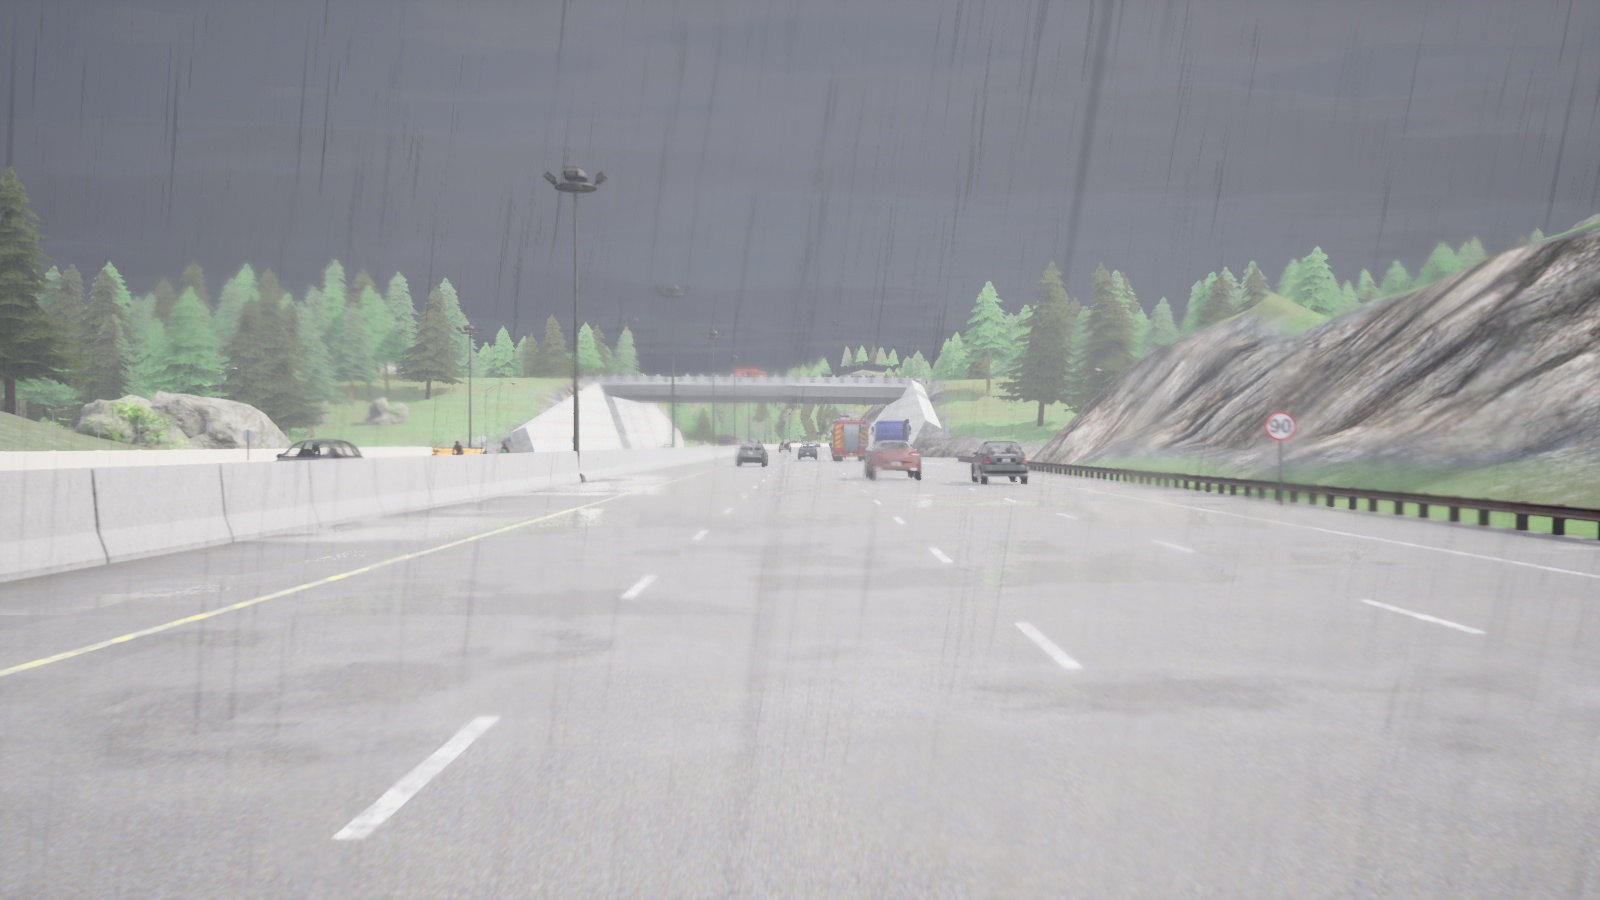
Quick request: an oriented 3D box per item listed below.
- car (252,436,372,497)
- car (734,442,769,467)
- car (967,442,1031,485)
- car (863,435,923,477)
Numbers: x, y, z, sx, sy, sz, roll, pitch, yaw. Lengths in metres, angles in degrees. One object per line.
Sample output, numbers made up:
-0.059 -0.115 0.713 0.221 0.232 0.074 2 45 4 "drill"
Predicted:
-13.774 0.432 35.687 1.851 1.617 3.988 0 0 0 "car"
-3.016 0.243 79.532 2.007 1.525 4.514 0 0 0 "car"
7.288 0.469 46.299 1.789 1.549 3.705 0 0 0 "car"
3.824 0.233 52.277 2.152 1.651 5.027 0 0 0 "car"
